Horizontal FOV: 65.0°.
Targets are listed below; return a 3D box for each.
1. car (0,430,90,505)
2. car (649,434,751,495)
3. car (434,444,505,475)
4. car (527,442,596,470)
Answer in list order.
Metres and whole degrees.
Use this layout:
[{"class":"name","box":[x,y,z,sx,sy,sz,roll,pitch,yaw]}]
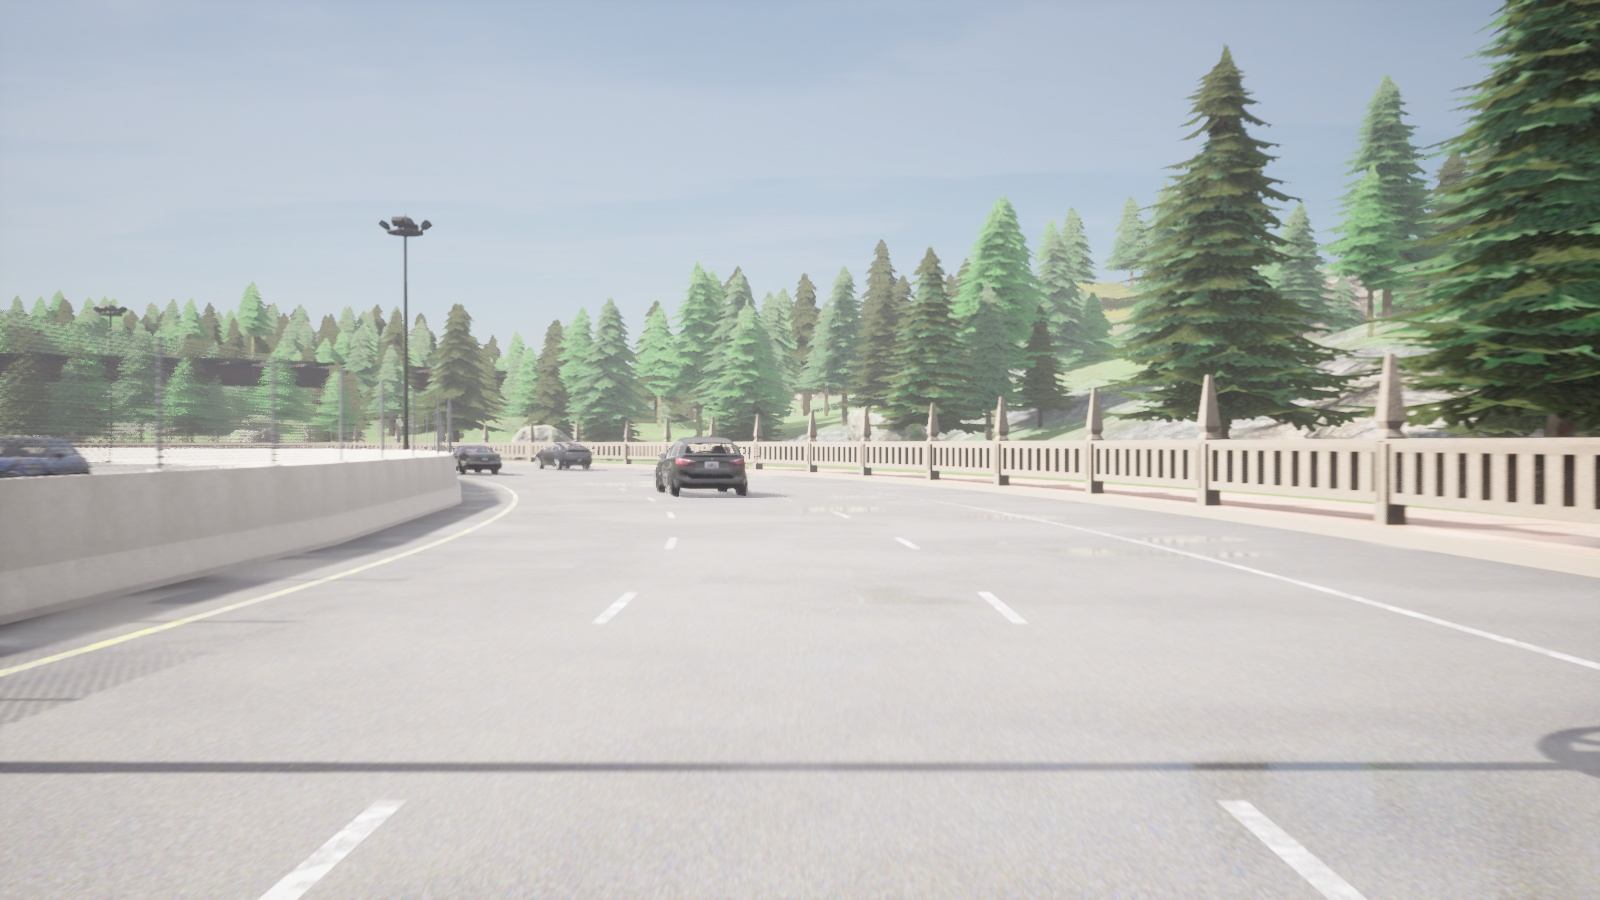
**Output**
[{"class":"car","box":[-19.823,0.411,31.734,2.097,1.767,4.553,0,0,-14]},{"class":"car","box":[-3.006,0.382,36.808,2.242,1.667,4.611,0,0,-14]},{"class":"car","box":[-16.075,0.440,60.828,2.033,1.411,5.357,0,0,-30]},{"class":"car","box":[-13.316,0.301,69.803,2.128,1.511,4.902,0,0,-32]}]
